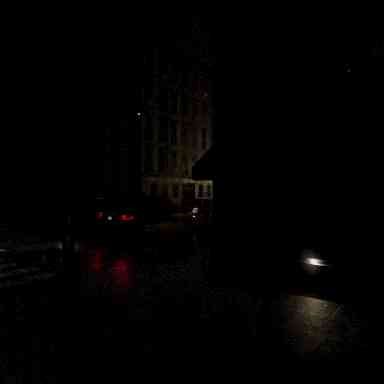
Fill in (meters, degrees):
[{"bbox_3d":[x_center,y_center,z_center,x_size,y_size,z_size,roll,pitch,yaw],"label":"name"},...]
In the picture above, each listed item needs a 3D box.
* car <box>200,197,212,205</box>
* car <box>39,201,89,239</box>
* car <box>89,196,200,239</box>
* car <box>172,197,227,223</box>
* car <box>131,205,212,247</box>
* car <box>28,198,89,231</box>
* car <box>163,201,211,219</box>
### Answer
[{"bbox_3d":[2.896,1.314,19.618,2.192,1.841,5.009,0,0,36],"label":"car"},{"bbox_3d":[-5.159,1.457,17.779,1.882,1.535,5.008,0,0,34],"label":"car"},{"bbox_3d":[-2.096,1.215,16.607,2.150,2.045,5.566,0,0,33],"label":"car"},{"bbox_3d":[0.676,1.321,25.948,2.097,1.767,4.553,0,0,35],"label":"car"},{"bbox_3d":[-0.308,1.530,15.136,1.752,1.417,4.829,0,0,36],"label":"car"},{"bbox_3d":[-6.931,1.282,19.670,2.192,1.841,5.009,0,0,36],"label":"car"},{"bbox_3d":[-0.330,1.521,28.912,1.947,1.339,4.313,0,0,36],"label":"car"}]
